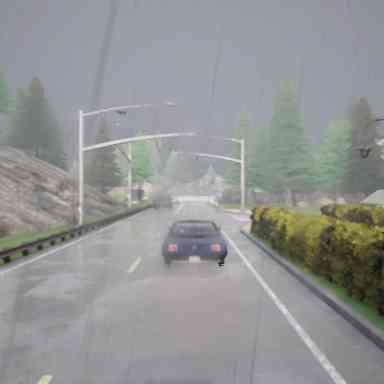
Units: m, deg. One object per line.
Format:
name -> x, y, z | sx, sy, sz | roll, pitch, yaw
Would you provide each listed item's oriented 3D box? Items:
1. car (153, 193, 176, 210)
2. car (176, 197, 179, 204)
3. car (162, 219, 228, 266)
car -> -3.587, 1.206, 41.982 | 2.150, 2.045, 5.566 | 0, 0, 0
car -> -3.504, 1.578, 61.927 | 1.895, 1.301, 4.718 | 0, 0, 0
car -> 0.081, 1.596, 11.527 | 1.895, 1.301, 4.718 | 0, 0, 0
